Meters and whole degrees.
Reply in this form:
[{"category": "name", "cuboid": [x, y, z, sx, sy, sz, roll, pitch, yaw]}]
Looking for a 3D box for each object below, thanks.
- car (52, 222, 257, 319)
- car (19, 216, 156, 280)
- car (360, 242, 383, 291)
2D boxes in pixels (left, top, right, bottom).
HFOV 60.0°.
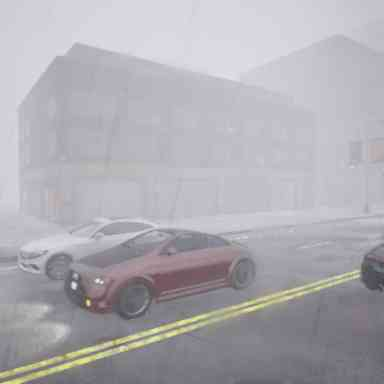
[{"category": "car", "cuboid": [-0.549, 1.508, 7.286, 4.181, 1.385, 1.994, -1, 1, -36]}, {"category": "car", "cuboid": [-2.515, 1.471, 9.876, 4.674, 1.442, 1.812, -1, 1, -35]}, {"category": "car", "cuboid": [5.646, 1.430, 7.472, 4.181, 1.385, 1.994, -1, 1, -36]}]
